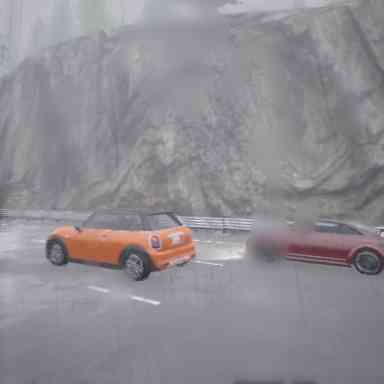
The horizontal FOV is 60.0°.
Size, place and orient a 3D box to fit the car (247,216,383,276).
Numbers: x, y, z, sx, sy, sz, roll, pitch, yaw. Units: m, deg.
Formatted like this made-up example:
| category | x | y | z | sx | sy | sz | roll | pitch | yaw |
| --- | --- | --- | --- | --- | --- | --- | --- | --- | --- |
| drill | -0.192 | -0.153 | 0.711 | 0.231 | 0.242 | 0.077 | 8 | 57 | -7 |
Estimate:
| category | x | y | z | sx | sy | sz | roll | pitch | yaw |
| --- | --- | --- | --- | --- | --- | --- | --- | --- | --- |
| car | 3.785 | 1.420 | 9.923 | 4.181 | 1.385 | 1.994 | 0 | 1 | 34 |

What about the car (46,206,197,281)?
| category | x | y | z | sx | sy | sz | roll | pitch | yaw |
| --- | --- | --- | --- | --- | --- | --- | --- | --- | --- |
| car | -2.195 | 1.256 | 9.718 | 4.553 | 1.767 | 2.097 | 0 | 1 | 33 |
